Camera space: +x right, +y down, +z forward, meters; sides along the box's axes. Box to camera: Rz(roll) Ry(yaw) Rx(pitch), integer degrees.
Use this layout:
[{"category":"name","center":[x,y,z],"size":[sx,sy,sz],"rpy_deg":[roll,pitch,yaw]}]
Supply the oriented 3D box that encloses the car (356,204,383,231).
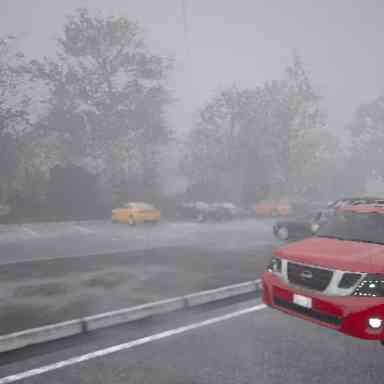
[{"category":"car","center":[12.618,1.548,19.453],"size":[2.231,1.521,4.892],"rpy_deg":[1,0,-36]}]

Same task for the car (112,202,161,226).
[{"category":"car","center":[-4.062,1.479,23.608],"size":[2.097,1.535,5.008],"rpy_deg":[0,0,-35]}]

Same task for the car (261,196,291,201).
[{"category":"car","center":[7.289,1.448,31.674],"size":[2.185,1.767,4.553],"rpy_deg":[1,0,-36]}]

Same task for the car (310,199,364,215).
[{"category":"car","center":[16.437,1.690,38.026],"size":[1.946,1.575,5.366],"rpy_deg":[1,0,-36]}]

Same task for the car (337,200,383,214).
[{"category":"car","center":[20.876,1.784,41.395],"size":[2.163,1.488,4.792],"rpy_deg":[1,0,-36]}]

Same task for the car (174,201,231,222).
[{"category":"car","center":[0.466,1.506,26.849],"size":[2.097,1.535,5.008],"rpy_deg":[0,0,-35]}]

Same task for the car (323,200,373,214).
[{"category":"car","center":[18.598,1.723,39.794],"size":[2.097,1.535,5.008],"rpy_deg":[1,0,-36]}]

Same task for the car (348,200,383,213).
[{"category":"car","center":[23.106,1.814,43.064],"size":[2.163,1.488,4.792],"rpy_deg":[1,0,-36]}]

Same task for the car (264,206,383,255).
[{"category":"car","center":[5.783,1.493,14.562],"size":[2.231,1.521,4.892],"rpy_deg":[0,0,-35]}]

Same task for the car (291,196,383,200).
[{"category":"car","center":[8.044,1.256,16.217],"size":[2.435,2.045,5.566],"rpy_deg":[0,0,-36]}]

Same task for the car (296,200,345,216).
[{"category":"car","center":[14.065,1.702,36.554],"size":[2.002,1.452,4.674],"rpy_deg":[1,0,-36]}]

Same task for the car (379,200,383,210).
[{"category":"car","center":[29.815,1.925,47.830],"size":[2.002,1.452,4.674],"rpy_deg":[1,-1,-36]}]

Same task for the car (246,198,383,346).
[{"category":"car","center":[3.850,1.228,6.434],"size":[5.566,2.045,2.150],"rpy_deg":[0,0,-36]}]

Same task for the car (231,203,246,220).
[{"category":"car","center":[2.736,1.566,28.465],"size":[2.002,1.452,4.674],"rpy_deg":[1,0,-35]}]

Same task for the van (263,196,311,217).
[{"category":"van","center":[9.466,1.375,33.411],"size":[1.878,1.987,4.442],"rpy_deg":[1,0,-36]}]

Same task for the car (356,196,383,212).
[{"category":"car","center":[25.404,1.565,44.640],"size":[2.435,2.045,5.566],"rpy_deg":[1,0,-36]}]
